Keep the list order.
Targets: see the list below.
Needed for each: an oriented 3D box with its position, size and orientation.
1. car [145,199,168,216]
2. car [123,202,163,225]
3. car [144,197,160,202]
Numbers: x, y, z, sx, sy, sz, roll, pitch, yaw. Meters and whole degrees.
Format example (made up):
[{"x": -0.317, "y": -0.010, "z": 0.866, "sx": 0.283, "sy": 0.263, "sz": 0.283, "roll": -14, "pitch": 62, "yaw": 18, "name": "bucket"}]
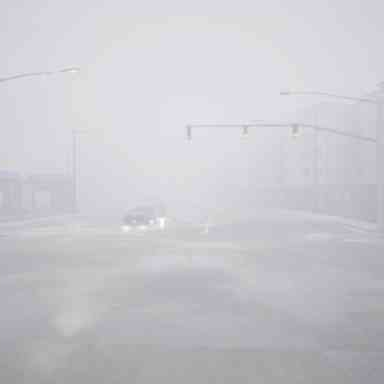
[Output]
[{"x": -3.807, "y": 1.861, "z": 37.701, "sx": 2.128, "sy": 1.511, "sz": 4.902, "roll": 0, "pitch": 0, "yaw": -3, "name": "car"}, {"x": -4.107, "y": 1.836, "z": 27.494, "sx": 2.033, "sy": 1.411, "sz": 5.357, "roll": 0, "pitch": 0, "yaw": 4, "name": "car"}, {"x": -5.633, "y": 1.688, "z": 48.697, "sx": 2.150, "sy": 2.045, "sz": 5.566, "roll": 0, "pitch": -1, "yaw": -18, "name": "car"}]
